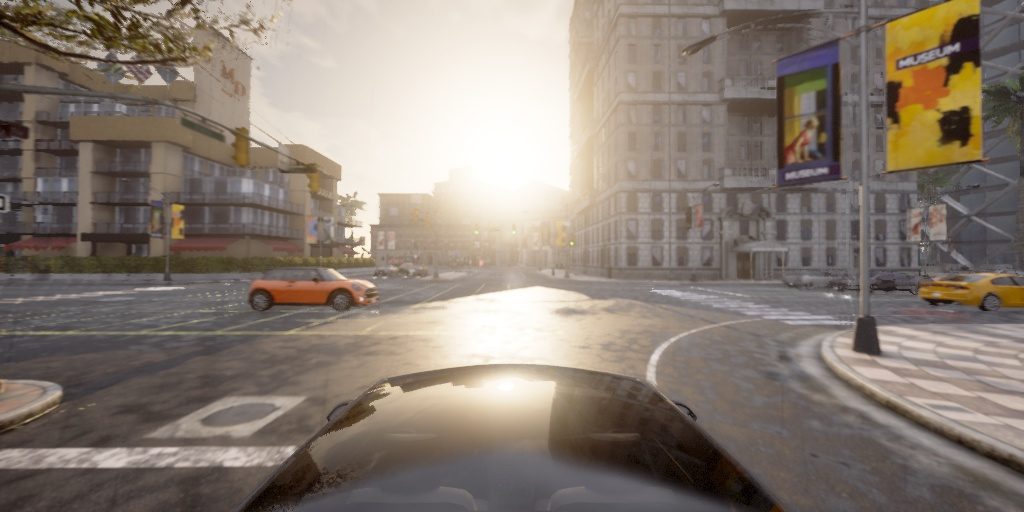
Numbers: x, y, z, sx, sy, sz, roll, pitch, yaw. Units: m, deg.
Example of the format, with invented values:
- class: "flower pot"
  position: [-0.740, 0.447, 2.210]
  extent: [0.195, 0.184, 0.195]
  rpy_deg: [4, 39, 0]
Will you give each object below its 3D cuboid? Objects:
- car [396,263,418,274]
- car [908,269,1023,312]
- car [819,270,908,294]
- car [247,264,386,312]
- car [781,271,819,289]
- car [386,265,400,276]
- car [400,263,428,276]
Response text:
- class: "car"
  position: [-15.426, 1.814, 52.855]
  extent: [1.837, 1.490, 4.892]
  rpy_deg: [0, -1, 0]
- class: "car"
  position: [19.999, 1.455, 14.834]
  extent: [5.008, 1.535, 1.882]
  rpy_deg: [0, -1, -1]
- class: "car"
  position: [22.474, 1.588, 21.964]
  extent: [5.357, 1.411, 2.033]
  rpy_deg: [0, -1, -1]
- class: "car"
  position: [-7.849, 1.215, 14.488]
  extent: [4.553, 1.767, 2.097]
  rpy_deg: [0, -1, -1]
- class: "car"
  position: [21.998, 1.681, 25.456]
  extent: [4.718, 1.301, 1.895]
  rpy_deg: [0, -1, -1]
- class: "car"
  position: [-15.358, 1.772, 44.165]
  extent: [1.994, 1.385, 4.181]
  rpy_deg: [0, -1, 0]
- class: "car"
  position: [-11.853, 1.717, 44.881]
  extent: [2.128, 1.511, 4.902]
  rpy_deg: [0, -1, 0]
